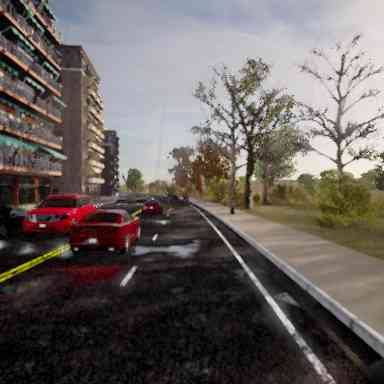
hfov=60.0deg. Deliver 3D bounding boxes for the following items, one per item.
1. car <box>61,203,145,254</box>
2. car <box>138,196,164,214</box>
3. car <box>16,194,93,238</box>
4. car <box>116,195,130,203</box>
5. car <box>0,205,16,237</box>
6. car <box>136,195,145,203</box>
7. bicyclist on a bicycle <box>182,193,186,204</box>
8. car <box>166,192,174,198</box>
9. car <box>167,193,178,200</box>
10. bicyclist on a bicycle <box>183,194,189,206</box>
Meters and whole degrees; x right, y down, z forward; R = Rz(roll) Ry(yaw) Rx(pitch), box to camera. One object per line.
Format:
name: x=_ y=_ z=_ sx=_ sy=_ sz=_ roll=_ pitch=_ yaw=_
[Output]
car: x=-3.268 y=1.427 z=13.299 sx=1.882 sy=1.535 sz=5.008 roll=0 pitch=0 yaw=-1
car: x=-3.883 y=1.436 z=33.044 sx=1.994 sy=1.385 sz=4.181 roll=0 pitch=0 yaw=-3
car: x=-6.803 y=1.154 z=17.754 sx=2.150 sy=2.045 sz=5.566 roll=0 pitch=0 yaw=-1
car: x=-12.196 y=1.313 z=59.368 sx=2.033 sy=1.411 sz=5.357 roll=0 pitch=0 yaw=-4
car: x=-10.046 y=1.460 z=17.626 sx=1.812 sy=1.442 sz=4.674 roll=0 pitch=0 yaw=-2
car: x=-8.961 y=1.309 z=59.683 sx=2.033 sy=1.411 sz=5.357 roll=0 pitch=0 yaw=-4
bicyclist on a bicycle: x=-1.338 y=1.137 z=57.388 sx=0.659 sy=1.776 sz=1.843 roll=0 pitch=0 yaw=-5
car: x=-6.151 y=0.893 z=94.486 sx=1.882 sy=1.535 sz=5.008 roll=0 pitch=0 yaw=-8
car: x=-4.227 y=1.215 z=78.353 sx=2.033 sy=1.411 sz=5.357 roll=0 pitch=0 yaw=-6
bicyclist on a bicycle: x=-0.647 y=1.260 z=47.959 sx=0.582 sy=1.620 sz=1.656 roll=0 pitch=0 yaw=-4
